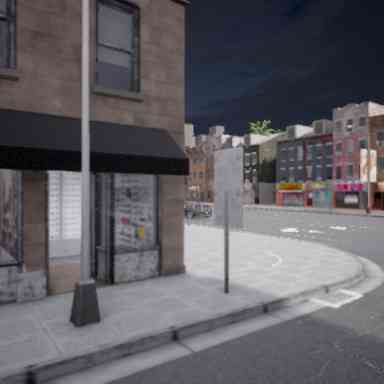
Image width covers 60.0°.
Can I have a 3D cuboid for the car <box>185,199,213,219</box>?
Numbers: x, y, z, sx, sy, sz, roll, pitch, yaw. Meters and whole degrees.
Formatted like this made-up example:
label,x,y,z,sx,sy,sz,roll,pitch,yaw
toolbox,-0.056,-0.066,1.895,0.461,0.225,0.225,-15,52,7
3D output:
label,x,y,z,sx,sy,sz,roll,pitch,yaw
car,-0.277,1.338,27.219,1.837,1.490,4.892,0,0,-36
